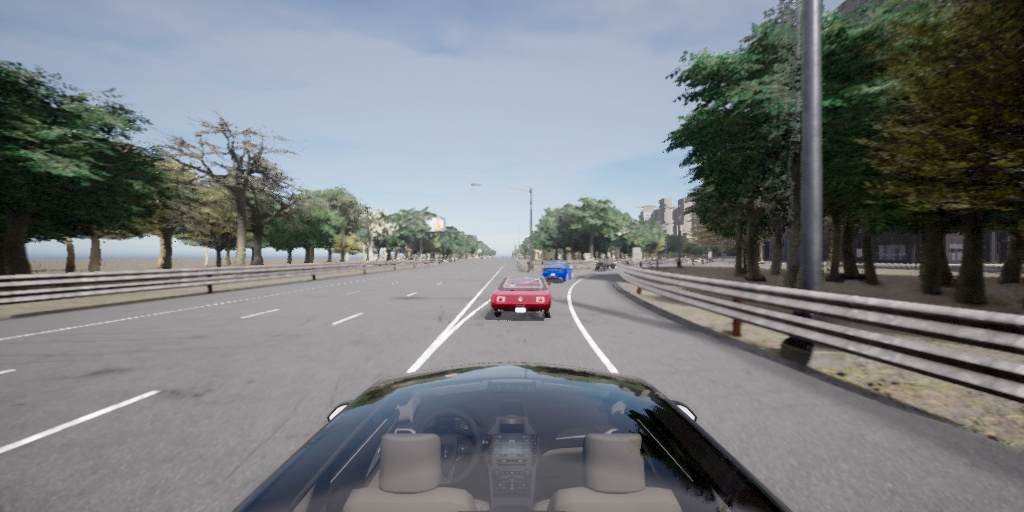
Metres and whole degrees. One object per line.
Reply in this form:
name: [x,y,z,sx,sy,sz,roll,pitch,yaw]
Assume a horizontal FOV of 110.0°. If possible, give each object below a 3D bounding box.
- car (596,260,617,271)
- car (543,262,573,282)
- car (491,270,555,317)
car: [13.059,1.267,49.617,1.837,1.490,4.892,-1,0,32]
car: [3.781,1.257,29.220,1.882,1.535,5.008,0,0,17]
car: [0.491,1.356,13.142,1.895,1.301,4.718,0,0,6]
